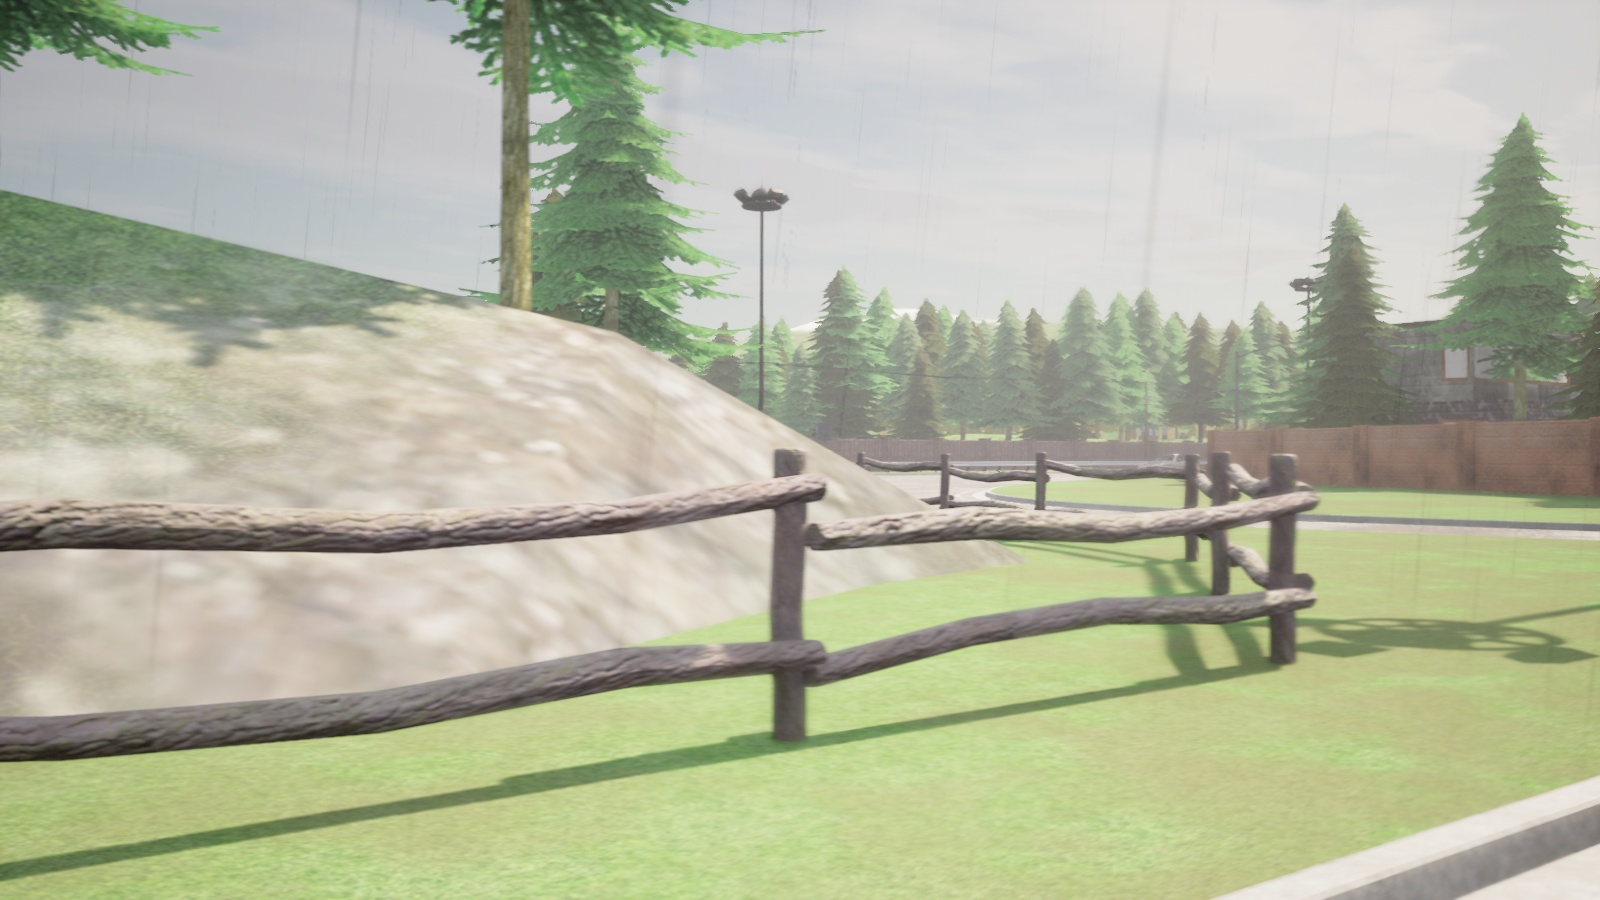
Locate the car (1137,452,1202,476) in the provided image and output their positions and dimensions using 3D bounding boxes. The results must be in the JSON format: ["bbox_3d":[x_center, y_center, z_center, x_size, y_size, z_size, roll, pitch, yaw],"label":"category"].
[{"bbox_3d":[23.358,0.843,79.330,3.806,1.475,1.970,0,0,-35],"label":"car"}]
